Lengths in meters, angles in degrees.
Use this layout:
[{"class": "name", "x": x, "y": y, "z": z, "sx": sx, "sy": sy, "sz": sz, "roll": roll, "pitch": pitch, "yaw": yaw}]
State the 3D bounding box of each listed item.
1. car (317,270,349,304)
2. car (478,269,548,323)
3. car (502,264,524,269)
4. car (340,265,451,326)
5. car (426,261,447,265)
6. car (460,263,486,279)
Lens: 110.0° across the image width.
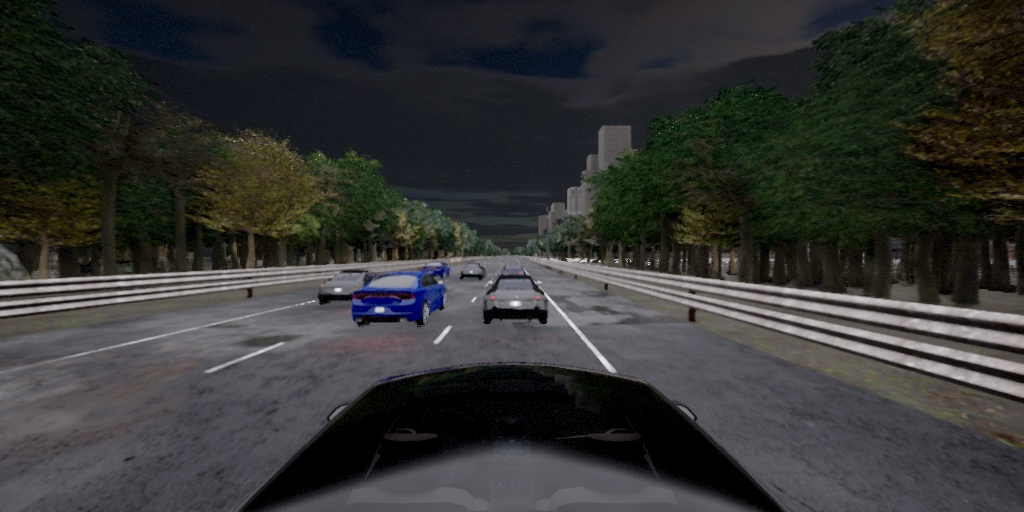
[{"class": "car", "x": -6.900, "y": 1.314, "z": 16.233, "sx": 1.994, "sy": 1.385, "sz": 4.181, "roll": 0, "pitch": 0, "yaw": 0}, {"class": "car", "x": 0.099, "y": 1.315, "z": 12.149, "sx": 1.994, "sy": 1.385, "sz": 4.181, "roll": 0, "pitch": 0, "yaw": 0}, {"class": "car", "x": 0.101, "y": 1.346, "z": 29.902, "sx": 1.895, "sy": 1.301, "sz": 4.718, "roll": 0, "pitch": 0, "yaw": 0}, {"class": "car", "x": -3.400, "y": 1.228, "z": 11.691, "sx": 1.882, "sy": 1.535, "sz": 5.008, "roll": 0, "pitch": 0, "yaw": 0}, {"class": "car", "x": -6.898, "y": 1.219, "z": 32.966, "sx": 1.882, "sy": 1.535, "sz": 5.008, "roll": 0, "pitch": 0, "yaw": 0}, {"class": "car", "x": -3.398, "y": 1.307, "z": 31.932, "sx": 1.994, "sy": 1.385, "sz": 4.181, "roll": 0, "pitch": 0, "yaw": 0}]
